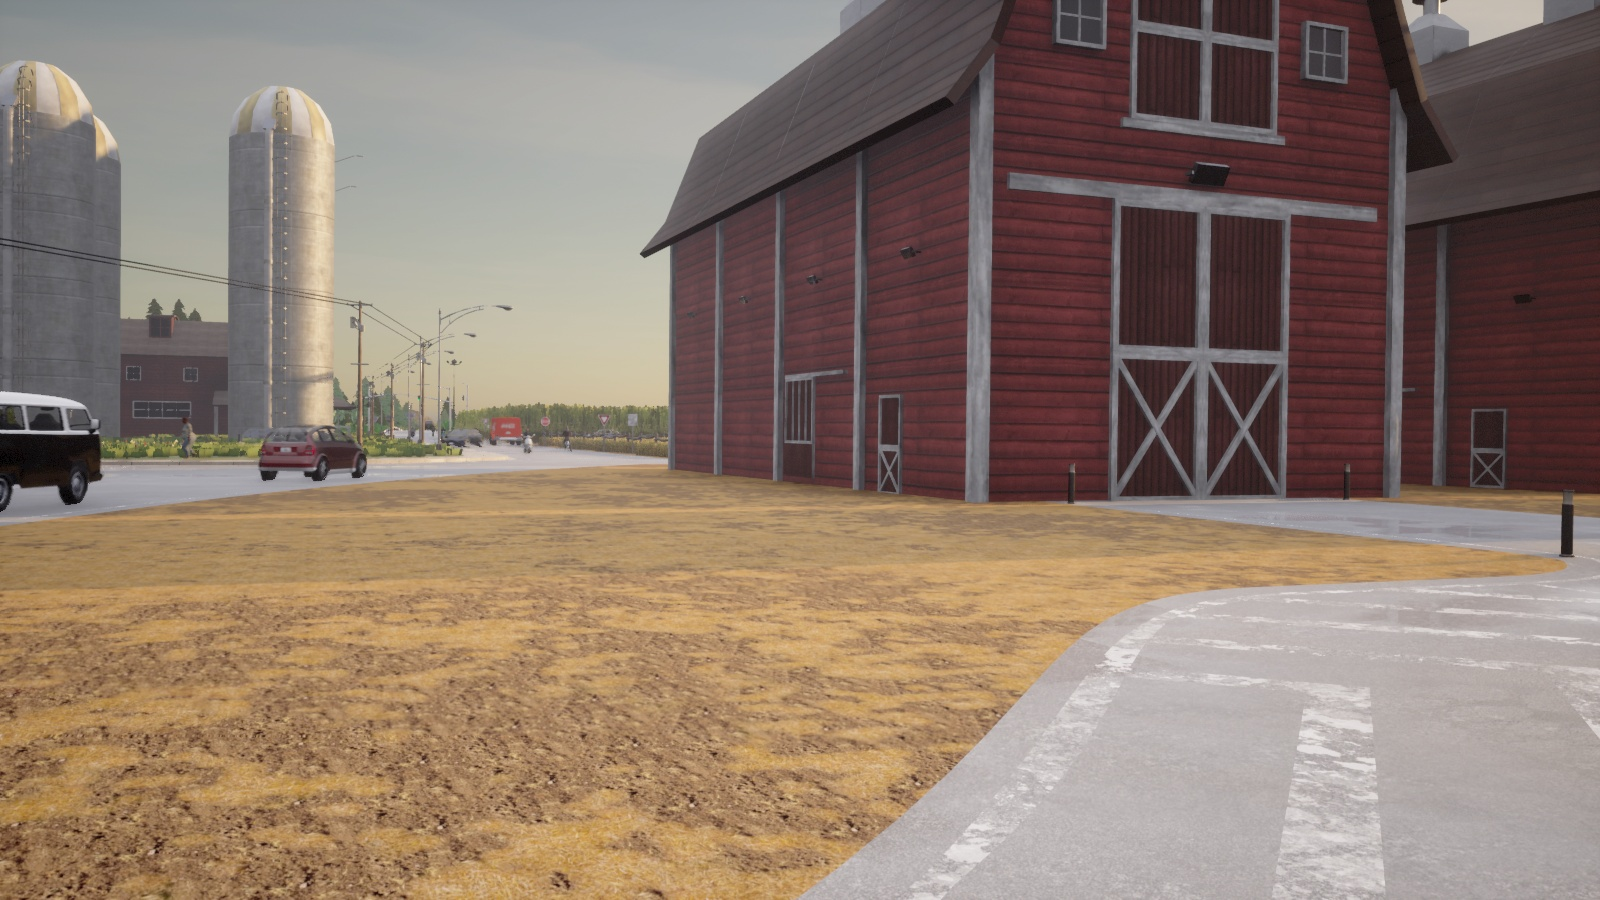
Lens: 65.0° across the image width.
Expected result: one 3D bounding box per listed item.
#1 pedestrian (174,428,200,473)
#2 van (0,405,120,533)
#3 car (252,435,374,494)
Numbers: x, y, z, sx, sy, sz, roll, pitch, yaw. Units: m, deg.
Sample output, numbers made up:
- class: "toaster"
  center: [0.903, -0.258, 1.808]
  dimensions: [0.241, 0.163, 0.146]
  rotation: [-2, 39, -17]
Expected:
- class: "pedestrian"
  center: [-25.565, 0.013, 52.387]
  dimensions: [0.900, 1.855, 0.874]
  rotation: [-1, 1, -28]
- class: "van"
  center: [-13.945, 0.295, 21.779]
  dimensions: [2.069, 2.038, 4.480]
  rotation: [-1, 1, -4]
- class: "car"
  center: [-13.741, 0.372, 35.650]
  dimensions: [1.789, 1.549, 3.705]
  rotation: [-1, 1, 4]
